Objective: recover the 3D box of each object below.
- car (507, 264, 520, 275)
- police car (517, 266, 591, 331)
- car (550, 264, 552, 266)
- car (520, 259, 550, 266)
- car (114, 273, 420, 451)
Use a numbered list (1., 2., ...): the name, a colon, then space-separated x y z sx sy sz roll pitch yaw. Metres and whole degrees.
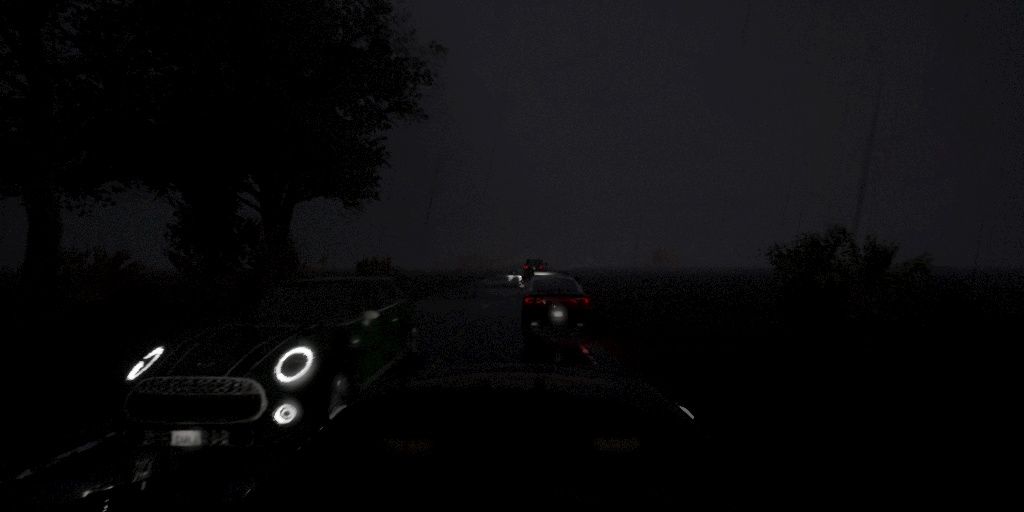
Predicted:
1. car: 0.695 1.741 46.881 2.033 1.411 5.357 0 -1 9
2. police car: 1.258 1.277 11.590 1.930 1.638 5.238 0 -1 2
3. car: 4.630 1.587 51.228 2.097 1.767 4.553 0 -1 11
4. car: 2.487 1.323 37.431 2.150 2.045 5.566 0 -1 8
5. car: -3.001 1.141 5.613 2.097 1.767 4.553 0 -1 1
